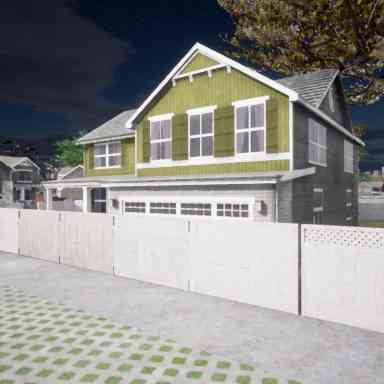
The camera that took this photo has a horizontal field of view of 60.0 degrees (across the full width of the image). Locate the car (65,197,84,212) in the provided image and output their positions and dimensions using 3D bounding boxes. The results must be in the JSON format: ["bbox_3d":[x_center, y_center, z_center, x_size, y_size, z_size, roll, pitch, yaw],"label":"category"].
[{"bbox_3d":[-14.982,1.483,41.747,2.097,1.767,4.553,0,0,20],"label":"car"}]

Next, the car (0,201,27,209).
[{"bbox_3d":[-18.229,1.592,32.067,1.837,1.490,4.892,0,0,18],"label":"car"}]
